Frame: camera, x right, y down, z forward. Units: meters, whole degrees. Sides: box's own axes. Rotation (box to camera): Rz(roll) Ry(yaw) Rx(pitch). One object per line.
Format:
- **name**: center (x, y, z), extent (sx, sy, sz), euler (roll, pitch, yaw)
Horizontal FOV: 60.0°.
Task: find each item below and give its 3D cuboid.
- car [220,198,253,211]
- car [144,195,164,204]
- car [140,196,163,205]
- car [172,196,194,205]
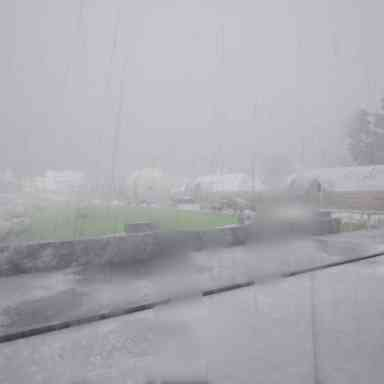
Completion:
- **car**: center (5.450, 1.494, 40.531), extent (1.837, 1.490, 4.892), euler (0, 0, -35)
- **car**: center (-7.579, 1.465, 65.868), extent (1.882, 1.535, 5.008), euler (0, 0, -35)
- **car**: center (-7.510, 1.554, 58.861), extent (1.994, 1.385, 4.181), euler (0, 0, -35)
- **car**: center (-1.653, 1.465, 57.635), extent (1.882, 1.535, 5.008), euler (0, 0, -35)
